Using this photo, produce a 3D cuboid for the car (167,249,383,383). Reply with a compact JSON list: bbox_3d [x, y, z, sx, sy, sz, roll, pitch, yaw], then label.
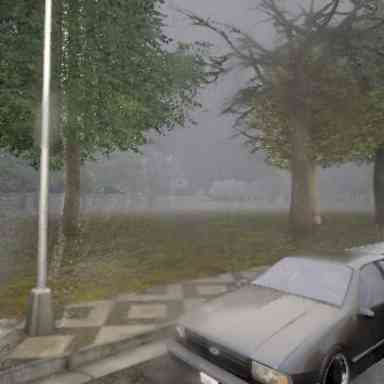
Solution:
[{"bbox_3d":[2.241,1.678,5.254,5.357,1.411,2.033,1,-2,-39],"label":"car"}]
